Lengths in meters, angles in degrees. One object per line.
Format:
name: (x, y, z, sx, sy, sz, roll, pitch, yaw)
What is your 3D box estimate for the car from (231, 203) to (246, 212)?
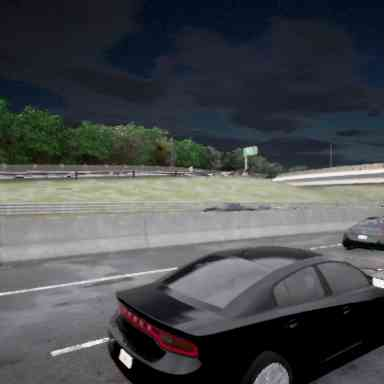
car: (5.951, 1.819, 29.516, 4.181, 1.385, 1.994, 1, -1, -34)

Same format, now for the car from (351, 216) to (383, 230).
car: (8.121, 1.712, 13.786, 4.181, 1.385, 1.994, 1, -1, -35)

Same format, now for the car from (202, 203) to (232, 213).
car: (3.537, 1.794, 32.127, 5.357, 1.411, 2.033, 1, -1, -34)

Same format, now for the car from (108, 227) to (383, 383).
car: (1.368, 1.509, 4.738, 5.008, 1.535, 1.882, 0, 0, -35)

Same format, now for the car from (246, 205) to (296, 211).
car: (6.768, 1.833, 25.851, 4.718, 1.301, 1.895, 1, -1, -34)
